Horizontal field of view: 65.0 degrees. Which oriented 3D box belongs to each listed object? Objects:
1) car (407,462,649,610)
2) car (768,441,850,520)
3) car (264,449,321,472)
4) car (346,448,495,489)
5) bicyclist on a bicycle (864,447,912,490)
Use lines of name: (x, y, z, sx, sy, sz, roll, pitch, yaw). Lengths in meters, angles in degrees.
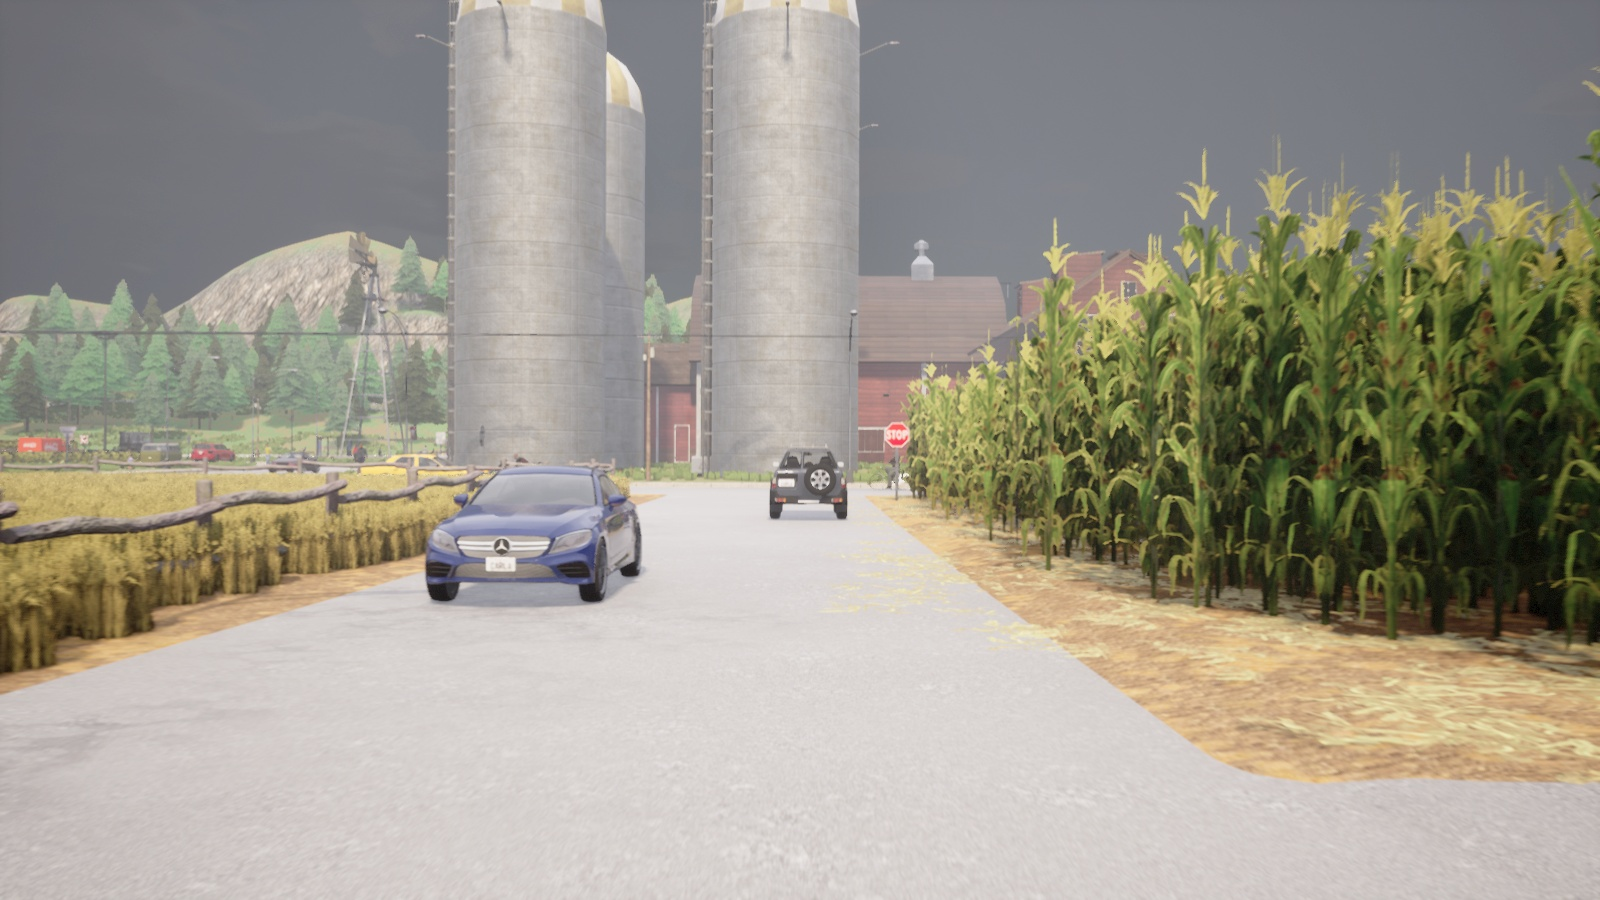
car: (-2.991, 0.880, 14.856, 1.812, 1.442, 4.674, 0, 0, 0)
car: (0.214, 0.724, 31.942, 1.932, 1.855, 4.605, 0, 0, 0)
car: (-32.208, 0.670, 79.851, 1.994, 1.385, 4.181, 0, 0, -1)
car: (-14.944, 0.717, 49.629, 5.366, 1.575, 1.801, 0, 0, 0)
bicyclist on a bicycle: (3.667, 0.754, 52.442, 1.843, 1.776, 0.659, 0, 1, -16)
